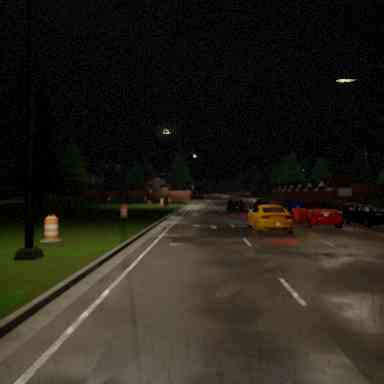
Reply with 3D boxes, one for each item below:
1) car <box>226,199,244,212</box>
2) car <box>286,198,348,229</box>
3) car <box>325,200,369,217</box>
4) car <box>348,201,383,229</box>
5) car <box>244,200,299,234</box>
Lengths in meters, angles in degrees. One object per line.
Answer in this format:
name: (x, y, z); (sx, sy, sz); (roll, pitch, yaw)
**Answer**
car: (5.008, 1.502, 38.897); (2.128, 1.511, 4.902); (0, 0, 2)
car: (8.028, 1.370, 21.877); (2.097, 1.767, 4.553); (0, 0, 2)
car: (15.352, 1.583, 33.238); (2.033, 1.411, 5.357); (0, 0, 2)
car: (11.522, 1.517, 21.627); (2.128, 1.511, 4.902); (0, 0, 2)
car: (4.457, 1.488, 19.417); (1.882, 1.535, 5.008); (0, 0, 2)
